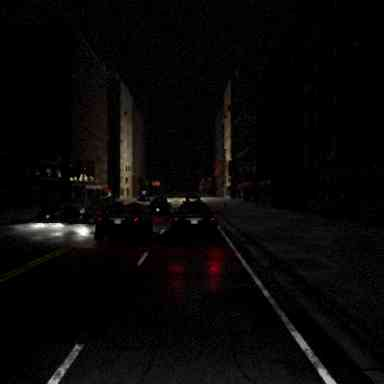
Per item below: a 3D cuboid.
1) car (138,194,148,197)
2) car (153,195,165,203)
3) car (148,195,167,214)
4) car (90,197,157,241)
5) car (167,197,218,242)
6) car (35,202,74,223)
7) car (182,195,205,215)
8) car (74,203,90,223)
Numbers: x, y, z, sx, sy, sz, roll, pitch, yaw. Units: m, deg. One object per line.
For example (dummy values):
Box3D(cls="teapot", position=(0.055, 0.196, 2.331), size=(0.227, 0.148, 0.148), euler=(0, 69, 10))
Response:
Box3D(cls="car", position=(-9.749, 1.132, 66.949), size=(2.097, 1.767, 4.553), euler=(0, 0, 0))
Box3D(cls="car", position=(-6.505, 1.343, 65.580), size=(1.994, 1.385, 4.181), euler=(0, 0, 0))
Box3D(cls="car", position=(-3.148, 1.381, 33.116), size=(1.837, 1.490, 4.892), euler=(0, 0, 0))
Box3D(cls="car", position=(-3.152, 1.289, 16.261), size=(2.097, 1.767, 4.553), euler=(0, 0, 0))
Box3D(cls="car", position=(0.099, 1.289, 16.221), size=(2.097, 1.767, 4.553), euler=(0, 0, 0))
Box3D(cls="car", position=(-9.846, 1.470, 24.670), size=(1.994, 1.385, 4.181), euler=(0, 0, 0))
Box3D(cls="car", position=(0.102, 1.230, 32.748), size=(2.097, 1.767, 4.553), euler=(0, 0, 0))
Box3D(cls="car", position=(-6.598, 1.260, 24.261), size=(2.097, 1.767, 4.553), euler=(0, 0, 0))
